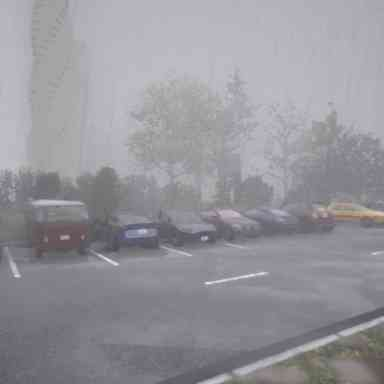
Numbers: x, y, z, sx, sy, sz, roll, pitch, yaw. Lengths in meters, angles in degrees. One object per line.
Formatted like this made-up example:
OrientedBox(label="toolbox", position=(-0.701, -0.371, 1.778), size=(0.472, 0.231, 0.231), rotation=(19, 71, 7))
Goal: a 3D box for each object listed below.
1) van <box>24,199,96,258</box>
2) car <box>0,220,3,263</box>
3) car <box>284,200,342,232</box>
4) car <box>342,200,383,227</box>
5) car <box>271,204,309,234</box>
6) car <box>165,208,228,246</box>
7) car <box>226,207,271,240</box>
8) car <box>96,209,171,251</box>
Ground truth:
OrientedBox(label="van", position=(-5.479, 1.307, 13.205), size=(1.878, 1.987, 4.442), rotation=(0, 0, -32))
OrientedBox(label="car", position=(-7.852, 1.403, 11.558), size=(2.185, 1.767, 4.553), rotation=(0, 0, -32))
OrientedBox(label="car", position=(6.306, 1.376, 20.343), size=(2.185, 1.767, 4.553), rotation=(0, 0, -32))
OrientedBox(label="car", position=(11.065, 1.458, 23.113), size=(1.946, 1.575, 5.366), rotation=(0, 0, -32))
OrientedBox(label="car", position=(3.946, 1.552, 18.911), size=(2.002, 1.452, 4.674), rotation=(0, 0, -32))
OrientedBox(label="car", position=(-0.724, 1.560, 15.982), size=(2.163, 1.488, 4.792), rotation=(0, 0, -32))
OrientedBox(label="car", position=(1.603, 1.563, 17.464), size=(2.002, 1.452, 4.674), rotation=(0, 0, -32))
OrientedBox(label="car", position=(-3.094, 1.561, 14.582), size=(2.163, 1.488, 4.792), rotation=(0, 0, -32))
